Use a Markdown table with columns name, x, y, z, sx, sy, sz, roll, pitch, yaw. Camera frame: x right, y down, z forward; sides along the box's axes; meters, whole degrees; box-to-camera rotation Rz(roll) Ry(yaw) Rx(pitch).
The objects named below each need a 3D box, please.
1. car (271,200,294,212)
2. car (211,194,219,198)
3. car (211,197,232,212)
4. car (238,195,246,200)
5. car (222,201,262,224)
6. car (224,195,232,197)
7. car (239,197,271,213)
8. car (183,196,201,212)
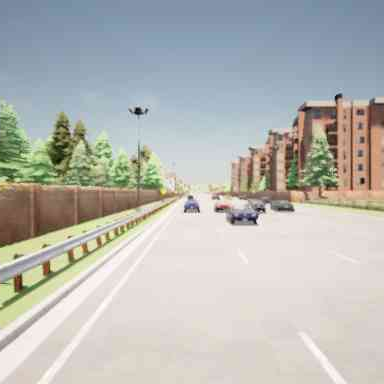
| name | x | y | z | sx | sy | sz | roll | pitch | yaw |
| --- | --- | --- | --- | --- | --- | --- | --- | --- | --- |
| car | 10.500 | 1.569 | 39.007 | 1.994 | 1.385 | 4.181 | 0 | 0 | 0 |
| car | 6.628 | 1.386 | 94.675 | 2.097 | 1.767 | 4.553 | 0 | 0 | 0 |
| car | 3.498 | 1.613 | 38.387 | 1.895 | 1.301 | 4.718 | 0 | 0 | 0 |
| car | 13.657 | 1.547 | 89.867 | 2.128 | 1.511 | 4.902 | 0 | 0 | 0 |
| car | 3.595 | 1.607 | 24.736 | 1.895 | 1.301 | 4.718 | 0 | 0 | 0 |
| car | 10.134 | 1.505 | 93.605 | 1.882 | 1.535 | 5.008 | 0 | 0 | 0 |
| car | 6.989 | 1.555 | 37.337 | 2.033 | 1.411 | 5.357 | 0 | 0 | 0 |
| car | 0.005 | 1.541 | 38.733 | 1.812 | 1.442 | 4.674 | 0 | 0 | 0 |
